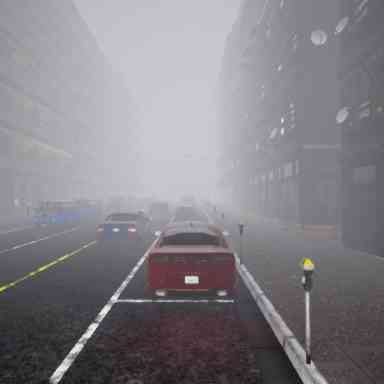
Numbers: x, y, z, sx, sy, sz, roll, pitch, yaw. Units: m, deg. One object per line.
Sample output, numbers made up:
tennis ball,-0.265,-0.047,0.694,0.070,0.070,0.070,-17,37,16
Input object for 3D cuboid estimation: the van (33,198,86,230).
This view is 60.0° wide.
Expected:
van,-8.311,1.359,20.753,1.690,1.788,3.998,2,0,0

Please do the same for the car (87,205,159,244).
car,-3.012,1.559,15.754,2.033,1.411,5.357,0,0,0

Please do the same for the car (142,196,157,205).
car,-5.789,1.575,44.749,1.837,1.490,4.892,0,-1,0

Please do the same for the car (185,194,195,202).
car,-0.469,1.521,81.536,2.192,1.841,5.009,1,0,0

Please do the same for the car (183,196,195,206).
car,-0.470,1.553,59.411,1.967,1.590,4.097,1,0,0

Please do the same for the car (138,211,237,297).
car,-0.006,1.482,8.653,1.882,1.535,5.008,0,0,0

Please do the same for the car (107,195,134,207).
car,-8.312,1.366,37.346,2.192,1.841,5.009,1,0,0

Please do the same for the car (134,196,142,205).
car,-8.312,1.379,42.876,2.192,1.841,5.009,1,0,0

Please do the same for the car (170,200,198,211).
car,-0.437,1.572,26.224,1.887,1.381,4.507,1,0,0

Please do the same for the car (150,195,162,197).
car,-8.314,1.471,70.528,2.192,1.841,5.009,1,0,0

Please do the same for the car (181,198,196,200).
car,-0.437,1.583,31.754,1.887,1.381,4.507,1,0,0

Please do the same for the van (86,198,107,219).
van,-8.312,1.368,26.285,1.690,1.788,3.998,1,0,0

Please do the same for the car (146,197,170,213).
car,-2.993,1.516,32.442,1.882,1.535,5.008,0,0,1

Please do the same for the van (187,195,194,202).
van,-0.470,1.576,87.068,1.690,1.788,3.998,1,0,0

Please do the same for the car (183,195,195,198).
car,-0.427,1.490,37.286,1.967,1.590,4.097,1,0,0
